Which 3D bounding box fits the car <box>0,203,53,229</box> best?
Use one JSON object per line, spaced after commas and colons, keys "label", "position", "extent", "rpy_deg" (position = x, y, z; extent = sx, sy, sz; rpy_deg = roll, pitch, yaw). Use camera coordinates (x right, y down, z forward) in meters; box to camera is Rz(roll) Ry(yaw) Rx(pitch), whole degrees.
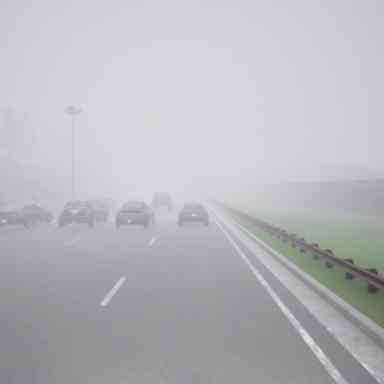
{"label": "car", "position": [-10.411, 1.422, 20.800], "extent": [1.812, 1.442, 4.674], "rpy_deg": [0, 0, 0]}

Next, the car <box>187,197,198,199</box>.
{"label": "car", "position": [0.092, 1.325, 40.624], "extent": [1.812, 1.442, 4.674], "rpy_deg": [0, 0, 0]}

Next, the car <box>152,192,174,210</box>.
{"label": "car", "position": [-3.395, 1.029, 38.790], "extent": [2.150, 2.045, 5.566], "rpy_deg": [0, 0, 0]}

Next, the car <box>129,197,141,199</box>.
{"label": "car", "position": [-6.908, 1.324, 40.658], "extent": [1.812, 1.442, 4.674], "rpy_deg": [0, 0, 0]}

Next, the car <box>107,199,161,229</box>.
{"label": "car", "position": [-3.397, 1.390, 20.516], "extent": [2.128, 1.511, 4.902], "rpy_deg": [0, 0, 0]}

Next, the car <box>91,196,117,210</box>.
{"label": "car", "position": [-10.395, 1.308, 39.641], "extent": [1.837, 1.490, 4.892], "rpy_deg": [0, 0, 0]}

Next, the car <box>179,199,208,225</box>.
{"label": "car", "position": [0.103, 1.449, 23.252], "extent": [1.994, 1.385, 4.181], "rpy_deg": [0, 0, 0]}

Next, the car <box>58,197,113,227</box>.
{"label": "car", "position": [-6.896, 1.244, 21.683], "extent": [2.097, 1.767, 4.553], "rpy_deg": [0, 0, 0]}
